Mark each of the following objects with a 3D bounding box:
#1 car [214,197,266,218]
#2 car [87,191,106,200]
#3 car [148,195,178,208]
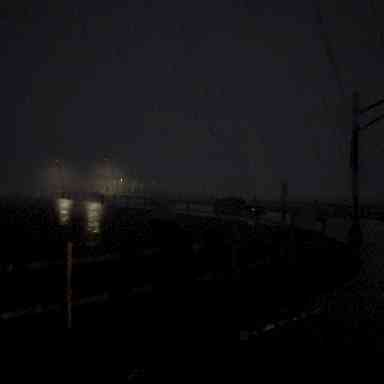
[{"bbox_3d":[3.865,1.167,27.365,1.882,1.535,5.008,0,1,-36],"label":"car"},{"bbox_3d":[-15.807,0.608,55.042,1.812,1.442,4.674,0,1,-35],"label":"car"},{"bbox_3d":[-3.285,1.031,37.370,1.994,1.385,4.181,0,1,-36],"label":"car"}]
